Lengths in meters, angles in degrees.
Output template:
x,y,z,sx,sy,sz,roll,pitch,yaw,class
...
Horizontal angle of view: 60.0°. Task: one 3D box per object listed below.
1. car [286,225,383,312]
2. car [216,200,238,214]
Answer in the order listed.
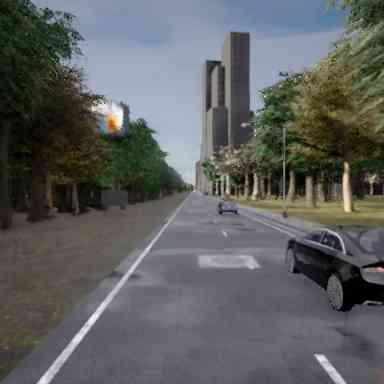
x,y,z,sx,sy,sz,roll,pitch,yaw,class
3.609,1.502,7.685,2.128,1.511,4.902,0,0,0,car
3.644,1.563,34.856,2.033,1.411,5.357,0,0,0,car
